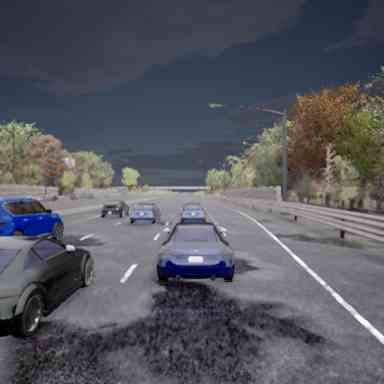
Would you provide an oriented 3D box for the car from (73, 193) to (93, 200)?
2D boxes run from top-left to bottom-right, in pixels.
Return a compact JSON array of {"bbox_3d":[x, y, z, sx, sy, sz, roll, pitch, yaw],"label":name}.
[{"bbox_3d":[-21.023,1.251,65.613,2.150,2.045,5.566,0,0,0],"label":"car"}]

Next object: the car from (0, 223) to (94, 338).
[{"bbox_3d":[-3.411,1.561,6.595,1.994,1.385,4.181,0,0,0],"label":"car"}]

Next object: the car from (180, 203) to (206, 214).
[{"bbox_3d":[0.090,1.545,25.105,2.033,1.411,5.357,0,0,0],"label":"car"}]

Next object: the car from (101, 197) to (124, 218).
[{"bbox_3d":[-6.910,1.503,30.481,1.837,1.490,4.892,0,0,0],"label":"car"}]

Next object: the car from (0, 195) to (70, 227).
[{"bbox_3d":[-6.908,1.216,12.781,2.150,2.045,5.566,0,0,0],"label":"car"}]

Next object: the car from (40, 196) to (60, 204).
[{"bbox_3d":[-28.023,1.526,65.600,1.837,1.490,4.892,0,0,0],"label":"car"}]

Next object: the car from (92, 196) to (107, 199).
[{"bbox_3d":[-17.523,1.568,66.059,2.033,1.411,5.357,0,0,0],"label":"car"}]

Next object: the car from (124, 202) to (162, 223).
[{"bbox_3d":[-3.411,1.544,25.083,2.033,1.411,5.357,0,0,0],"label":"car"}]

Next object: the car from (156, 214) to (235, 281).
[{"bbox_3d":[0.092,1.560,9.857,1.994,1.385,4.181,0,0,0],"label":"car"}]

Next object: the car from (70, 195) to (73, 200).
[{"bbox_3d":[-24.523,1.381,65.631,2.097,1.767,4.553,0,0,0],"label":"car"}]
